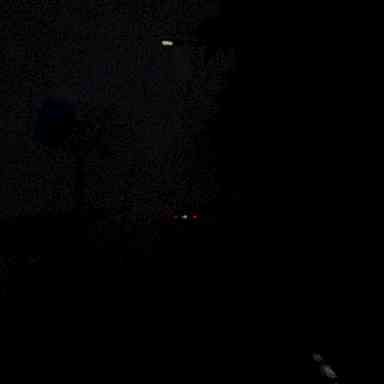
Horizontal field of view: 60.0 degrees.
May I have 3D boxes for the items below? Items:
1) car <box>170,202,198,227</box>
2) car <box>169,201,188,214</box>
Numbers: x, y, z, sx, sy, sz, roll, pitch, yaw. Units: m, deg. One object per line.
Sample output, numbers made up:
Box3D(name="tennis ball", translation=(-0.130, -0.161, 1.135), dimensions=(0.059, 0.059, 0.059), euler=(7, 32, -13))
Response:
Box3D(name="car", translation=(-0.568, 1.722, 24.449), dimensions=(2.033, 1.411, 5.357), euler=(0, 0, -3))
Box3D(name="car", translation=(-1.721, 1.880, 41.223), dimensions=(2.033, 1.411, 5.357), euler=(0, -1, -5))
